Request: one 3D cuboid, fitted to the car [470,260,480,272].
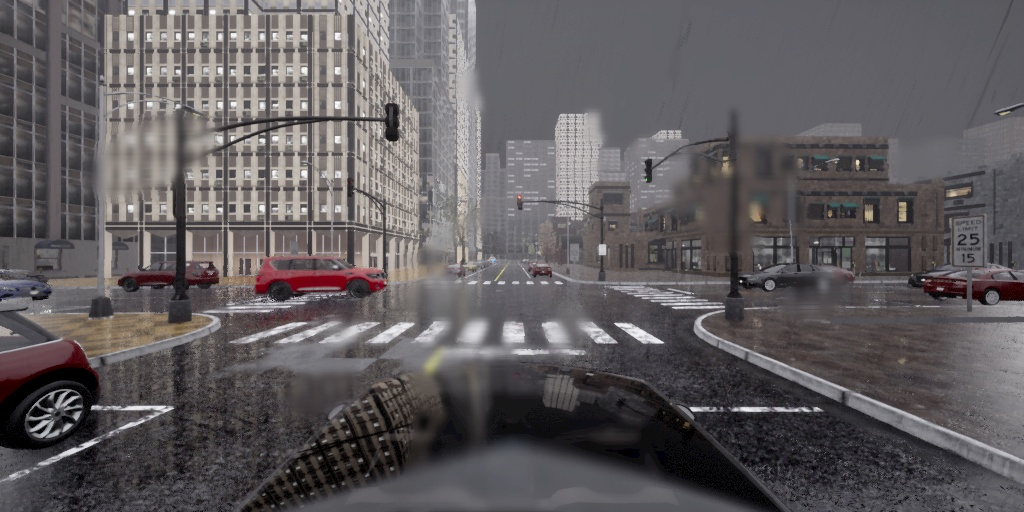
[{"bbox_3d":[-5.466,1.293,45.659,1.751,1.417,4.829,0,0,0],"label":"car"}]

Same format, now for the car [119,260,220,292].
[{"bbox_3d":[-21.019,1.204,22.165,5.009,1.841,2.192,0,0,-1],"label":"car"}]

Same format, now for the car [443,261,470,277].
[{"bbox_3d":[-5.522,1.342,34.748,1.802,1.307,4.207,0,0,0],"label":"car"}]

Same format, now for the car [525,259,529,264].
[{"bbox_3d":[2.916,1.350,45.786,1.802,1.307,4.207,0,0,0],"label":"car"}]

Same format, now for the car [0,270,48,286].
[{"bbox_3d":[-24.105,1.427,16.347,4.674,1.442,1.812,-1,0,-1],"label":"car"}]

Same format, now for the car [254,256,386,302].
[{"bbox_3d":[-9.004,1.006,17.189,5.566,2.045,2.150,-1,0,-11],"label":"car"}]

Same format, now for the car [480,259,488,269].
[{"bbox_3d":[-5.406,1.327,56.911,2.007,1.370,4.403,0,0,0],"label":"car"}]

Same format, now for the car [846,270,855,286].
[{"bbox_3d":[19.053,1.203,22.561,4.207,1.307,1.802,0,0,-1],"label":"car"}]

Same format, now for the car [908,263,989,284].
[{"bbox_3d":[24.946,1.142,20.039,4.181,1.385,1.994,0,0,-1],"label":"car"}]

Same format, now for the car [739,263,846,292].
[{"bbox_3d":[15.143,1.148,19.934,4.892,1.490,1.837,0,0,-1],"label":"car"}]

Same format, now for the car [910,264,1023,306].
[{"bbox_3d":[19.136,1.153,14.181,4.507,1.381,1.888,0,0,-1],"label":"car"}]

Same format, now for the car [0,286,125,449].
[{"bbox_3d":[-5.691,1.190,2.281,1.967,1.591,4.097,0,0,0],"label":"car"}]

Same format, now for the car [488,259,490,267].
[{"bbox_3d":[-5.378,1.347,62.451,1.948,1.339,4.313,0,0,0],"label":"car"}]

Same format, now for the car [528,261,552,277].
[{"bbox_3d":[2.859,1.305,34.704,1.888,1.381,4.507,0,0,0],"label":"car"}]
